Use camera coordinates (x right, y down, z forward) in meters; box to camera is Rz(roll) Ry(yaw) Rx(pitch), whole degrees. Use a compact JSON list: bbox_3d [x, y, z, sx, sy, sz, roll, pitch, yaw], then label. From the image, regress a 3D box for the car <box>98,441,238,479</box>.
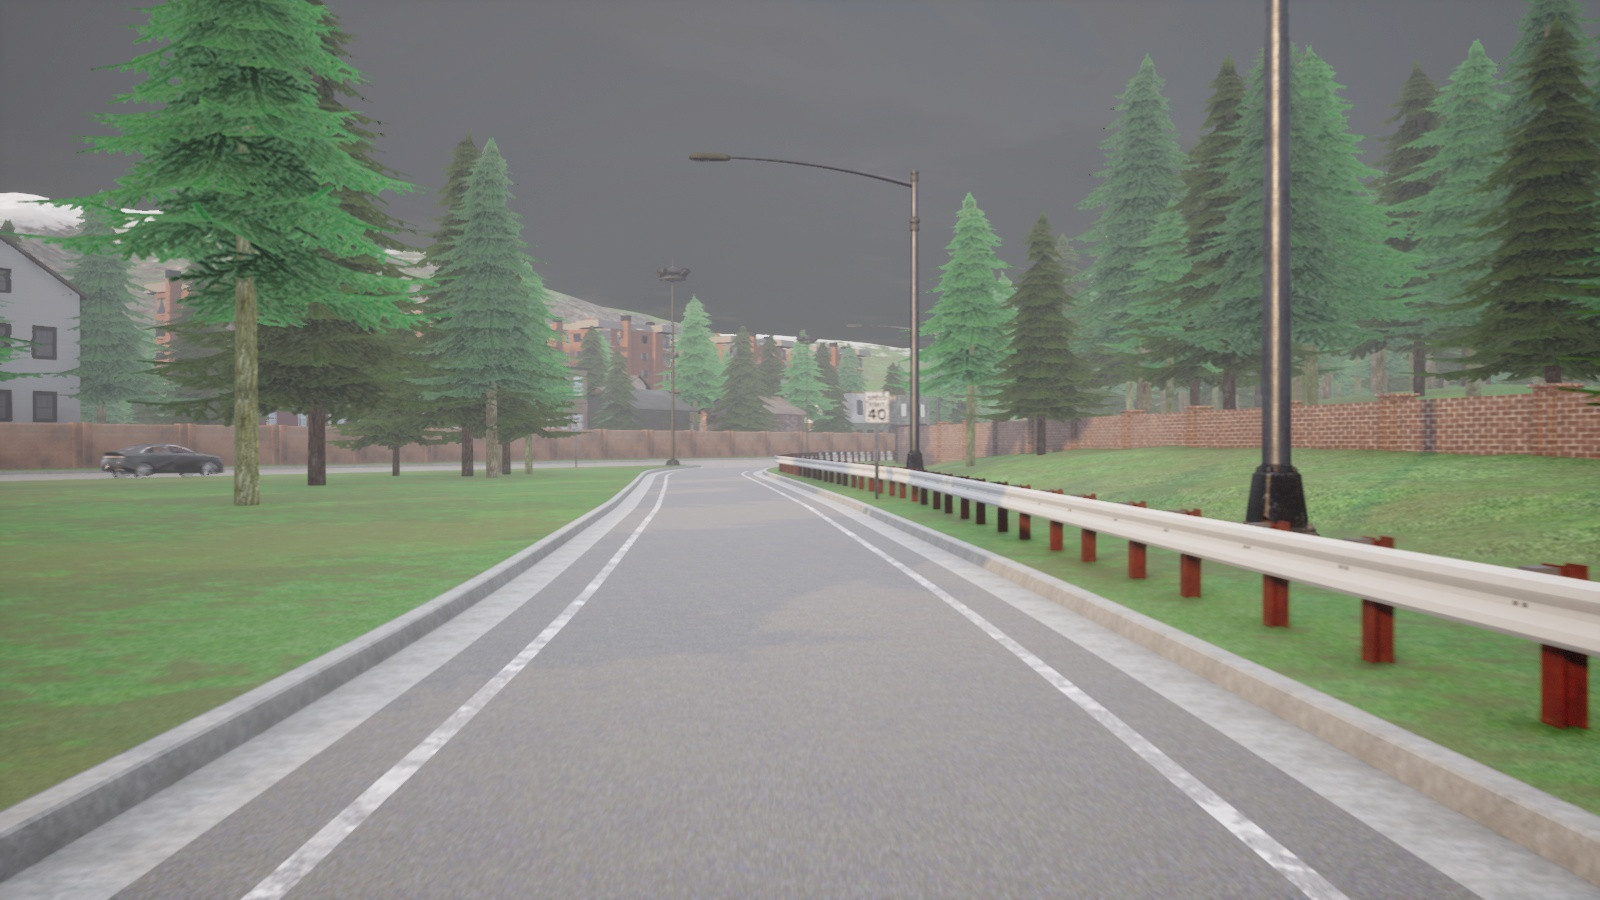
[{"bbox_3d":[-26.628,0.390,53.069,2.128,1.511,4.902,0,0,33],"label":"car"}]
